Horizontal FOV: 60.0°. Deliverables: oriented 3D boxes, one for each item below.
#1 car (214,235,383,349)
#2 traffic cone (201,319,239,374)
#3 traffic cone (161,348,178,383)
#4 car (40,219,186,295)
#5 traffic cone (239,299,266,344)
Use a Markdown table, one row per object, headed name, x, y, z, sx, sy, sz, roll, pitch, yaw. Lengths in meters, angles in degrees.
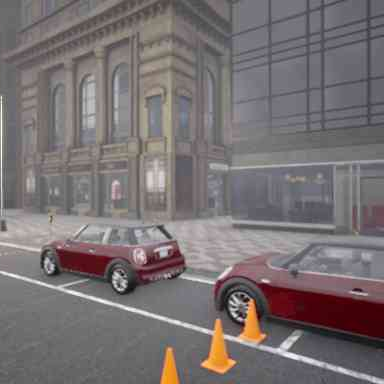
| name | x | y | z | sx | sy | sz | roll | pitch | yaw |
| --- | --- | --- | --- | --- | --- | --- | --- | --- | --- |
| car | 2.351 | 1.442 | 5.531 | 4.097 | 1.590 | 1.967 | 0 | 0 | 36 |
| traffic cone | 0.343 | 1.958 | 4.345 | 0.340 | 0.580 | 0.340 | 0 | 0 | 36 |
| traffic cone | -0.239 | 1.959 | 3.532 | 0.340 | 0.580 | 0.340 | 0 | 0 | 36 |
| car | -2.232 | 1.452 | 8.815 | 4.097 | 1.590 | 1.967 | 0 | 0 | 36 |
| traffic cone | 0.926 | 1.958 | 5.158 | 0.340 | 0.580 | 0.340 | 0 | 0 | 36 |
